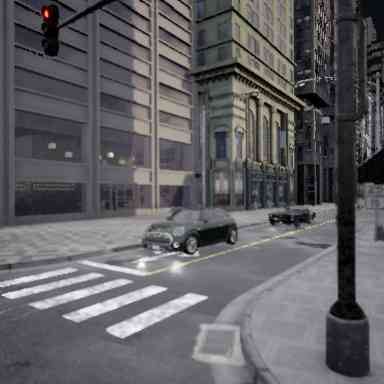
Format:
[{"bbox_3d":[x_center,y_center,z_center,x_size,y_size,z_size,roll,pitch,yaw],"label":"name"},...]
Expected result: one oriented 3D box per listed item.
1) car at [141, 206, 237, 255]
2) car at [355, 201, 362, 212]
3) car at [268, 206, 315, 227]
[{"bbox_3d":[0.017,1.414,13.820,2.097,1.767,4.553,0,0,37],"label":"car"},{"bbox_3d":[19.003,1.674,39.944,1.895,1.301,4.718,0,0,36],"label":"car"},{"bbox_3d":[7.123,1.667,23.613,1.895,1.301,4.718,0,0,36],"label":"car"}]
